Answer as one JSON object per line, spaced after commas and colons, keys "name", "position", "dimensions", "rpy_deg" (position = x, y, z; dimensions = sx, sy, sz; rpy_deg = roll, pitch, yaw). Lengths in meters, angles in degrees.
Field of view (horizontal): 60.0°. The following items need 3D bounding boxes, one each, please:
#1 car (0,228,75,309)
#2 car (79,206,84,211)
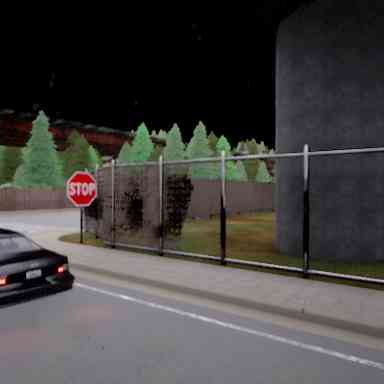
{"name": "car", "position": [-4.882, 1.515, 7.445], "dimensions": [5.357, 1.411, 2.033], "rpy_deg": [0, 0, 36]}
{"name": "car", "position": [-9.915, 1.103, 37.305], "dimensions": [2.150, 2.045, 5.566], "rpy_deg": [0, 0, 36]}
